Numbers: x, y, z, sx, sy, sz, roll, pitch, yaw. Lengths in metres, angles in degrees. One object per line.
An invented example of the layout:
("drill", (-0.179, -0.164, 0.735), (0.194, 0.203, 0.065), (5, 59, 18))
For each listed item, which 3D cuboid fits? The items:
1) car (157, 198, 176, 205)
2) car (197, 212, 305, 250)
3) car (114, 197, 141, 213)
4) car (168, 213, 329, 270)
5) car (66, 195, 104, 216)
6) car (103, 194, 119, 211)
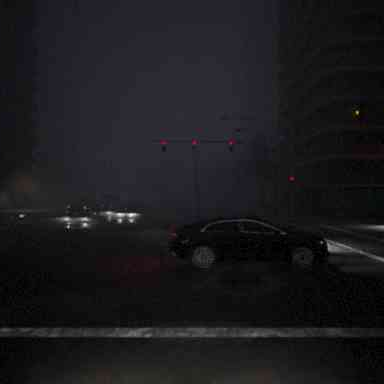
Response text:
("car", (-4.590, 1.637, 58.875), (1.895, 1.301, 4.718), (0, 0, -27))
("car", (2.317, 1.576, 13.989), (4.181, 1.385, 1.994), (0, 0, 0))
("car", (-7.036, 1.596, 37.483), (1.994, 1.385, 4.181), (0, 0, 1))
("car", (1.710, 1.500, 10.486), (4.902, 1.511, 2.128), (0, 0, 0))
("car", (-10.567, 1.380, 32.532), (2.097, 1.767, 4.553), (0, 0, 0))
("car", (-10.546, 1.257, 42.121), (2.150, 2.045, 5.566), (0, 0, 0))
